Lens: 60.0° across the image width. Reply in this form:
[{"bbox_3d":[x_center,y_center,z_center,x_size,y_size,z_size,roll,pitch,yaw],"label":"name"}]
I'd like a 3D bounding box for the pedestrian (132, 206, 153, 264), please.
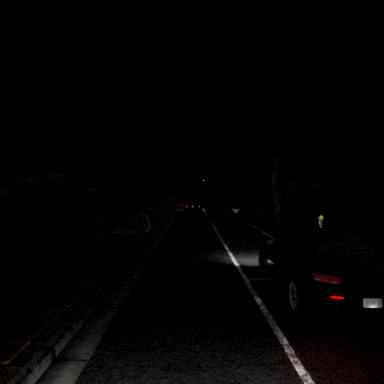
[{"bbox_3d":[-1.517,1.278,10.223,0.375,1.860,0.375,2,-1,0],"label":"pedestrian"}]

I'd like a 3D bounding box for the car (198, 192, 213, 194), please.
[{"bbox_3d":[2.661,1.001,55.835,2.192,1.841,5.009,2,0,0],"label":"car"}]

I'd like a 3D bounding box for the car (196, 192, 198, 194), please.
[{"bbox_3d":[2.650,0.895,89.157,1.967,1.590,4.097,2,0,0],"label":"car"}]

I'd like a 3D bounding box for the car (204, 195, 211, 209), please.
[{"bbox_3d":[2.656,1.396,39.174,1.947,1.339,4.313,2,1,0],"label":"car"}]

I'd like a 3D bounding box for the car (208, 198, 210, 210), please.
[{"bbox_3d":[2.657,1.454,28.062,1.887,1.381,4.507,2,0,0],"label":"car"}]

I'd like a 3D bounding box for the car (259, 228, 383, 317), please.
[{"bbox_3d":[2.749,1.517,7.360,1.812,1.442,4.674,0,0,0],"label":"car"}]

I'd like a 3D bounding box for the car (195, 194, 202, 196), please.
[{"bbox_3d":[0.048,1.319,45.991,2.033,1.411,5.357,0,1,1],"label":"car"}]

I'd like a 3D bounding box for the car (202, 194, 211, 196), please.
[{"bbox_3d":[2.655,1.349,44.730,1.947,1.339,4.313,2,1,0],"label":"car"}]

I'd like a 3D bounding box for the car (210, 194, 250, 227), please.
[{"bbox_3d":[2.663,1.254,22.503,2.192,1.841,5.009,2,0,0],"label":"car"}]

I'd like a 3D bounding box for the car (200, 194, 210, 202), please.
[{"bbox_3d":[2.650,1.179,66.944,1.802,1.307,4.206,2,0,0],"label":"car"}]

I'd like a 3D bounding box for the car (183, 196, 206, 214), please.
[{"bbox_3d":[0.077,1.415,34.136,2.033,1.411,5.357,0,0,0],"label":"car"}]
